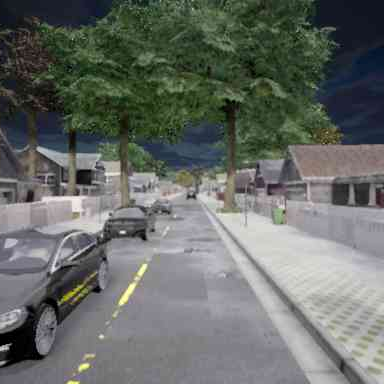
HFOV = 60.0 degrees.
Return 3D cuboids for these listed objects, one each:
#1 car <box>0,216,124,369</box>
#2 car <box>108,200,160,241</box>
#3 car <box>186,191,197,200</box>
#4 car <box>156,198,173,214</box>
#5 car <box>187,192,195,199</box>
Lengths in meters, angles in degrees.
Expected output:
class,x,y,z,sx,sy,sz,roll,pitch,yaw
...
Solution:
class,x,y,z,sx,sy,sz,roll,pitch,yaw
car,-2.859,1.455,5.963,2.128,1.511,4.902,0,0,0
car,-2.876,1.366,16.207,1.882,1.535,5.008,0,0,0
car,-0.150,0.720,72.649,2.150,2.045,5.566,0,0,0
car,-2.819,1.326,31.845,2.033,1.411,5.357,0,0,0
car,-0.172,0.808,83.096,1.882,1.535,5.008,0,0,0
